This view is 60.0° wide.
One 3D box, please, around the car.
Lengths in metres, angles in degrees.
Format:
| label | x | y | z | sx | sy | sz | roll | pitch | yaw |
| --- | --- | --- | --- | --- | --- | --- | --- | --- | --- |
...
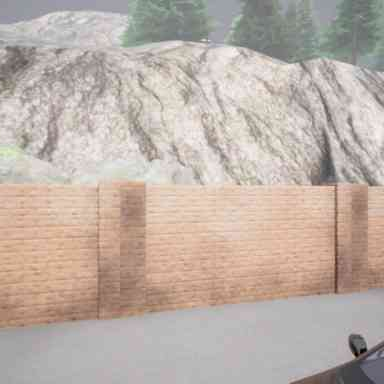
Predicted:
| label | x | y | z | sx | sy | sz | roll | pitch | yaw |
| --- | --- | --- | --- | --- | --- | --- | --- | --- | --- |
| car | 2.235 | 1.492 | 1.870 | 4.902 | 1.511 | 2.128 | 0 | 0 | -18 |
